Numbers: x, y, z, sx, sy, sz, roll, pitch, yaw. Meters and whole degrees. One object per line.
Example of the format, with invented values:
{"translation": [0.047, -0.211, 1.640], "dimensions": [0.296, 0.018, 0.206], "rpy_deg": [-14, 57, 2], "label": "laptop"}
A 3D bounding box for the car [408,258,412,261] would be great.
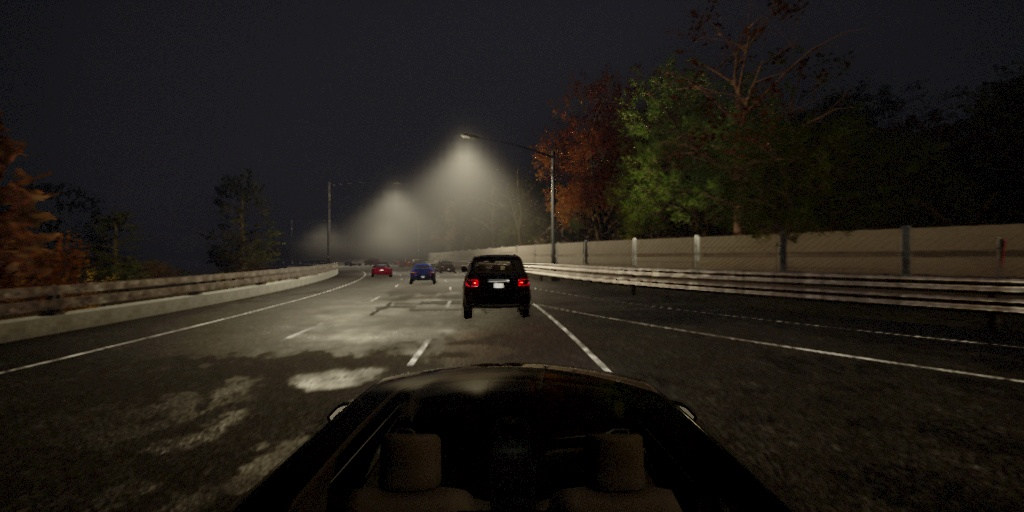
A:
{"translation": [-14.387, 1.309, 55.857], "dimensions": [1.837, 1.490, 4.892], "rpy_deg": [0, 0, -28], "label": "car"}

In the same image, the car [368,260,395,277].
{"translation": [-13.461, 1.363, 37.086], "dimensions": [1.994, 1.385, 4.181], "rpy_deg": [0, 0, -20], "label": "car"}

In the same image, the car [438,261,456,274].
{"translation": [-7.751, 1.305, 41.573], "dimensions": [1.812, 1.442, 4.674], "rpy_deg": [0, 0, -20], "label": "car"}

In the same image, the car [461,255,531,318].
{"translation": [-0.687, 0.974, 13.306], "dimensions": [2.150, 2.045, 5.566], "rpy_deg": [0, 0, -6], "label": "car"}

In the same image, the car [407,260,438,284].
{"translation": [-6.860, 1.301, 27.647], "dimensions": [1.812, 1.442, 4.674], "rpy_deg": [0, 0, -14], "label": "car"}
